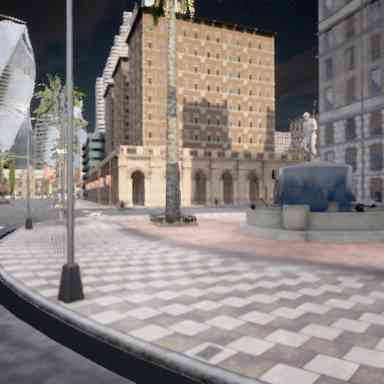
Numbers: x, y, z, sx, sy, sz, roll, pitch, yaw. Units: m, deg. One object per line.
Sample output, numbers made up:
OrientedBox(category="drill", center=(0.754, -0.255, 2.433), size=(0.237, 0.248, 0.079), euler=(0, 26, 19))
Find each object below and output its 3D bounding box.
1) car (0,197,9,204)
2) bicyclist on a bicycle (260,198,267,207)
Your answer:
OrientedBox(category="car", center=(-44.588, 2.233, 78.751), size=(1.994, 1.385, 4.181), euler=(0, 0, -20))
OrientedBox(category="bicyclist on a bicycle", center=(7.179, 1.418, 33.756), size=(0.582, 1.620, 1.656), euler=(0, -1, -21))
